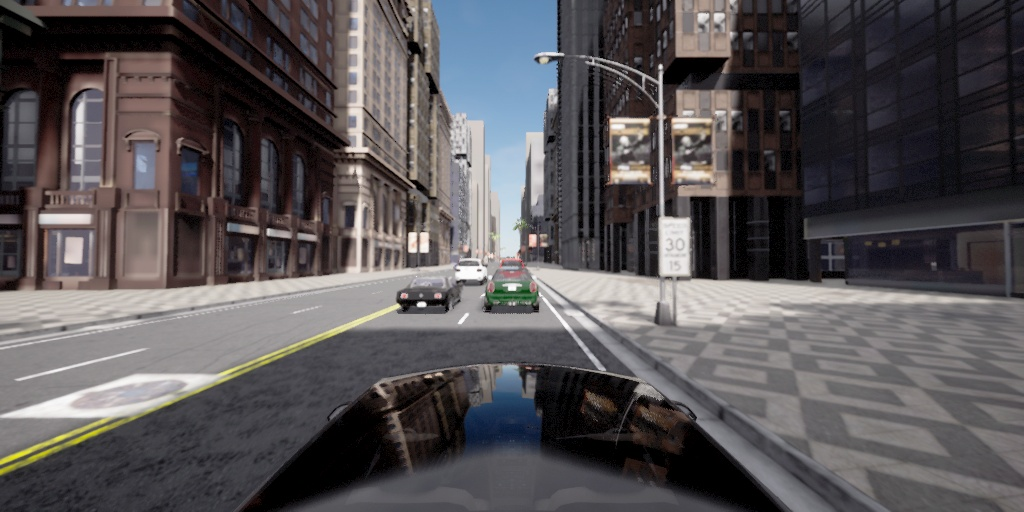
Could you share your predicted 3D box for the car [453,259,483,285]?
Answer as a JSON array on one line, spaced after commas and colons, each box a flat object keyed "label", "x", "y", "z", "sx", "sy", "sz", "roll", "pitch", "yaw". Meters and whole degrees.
[{"label": "car", "x": -3.244, "y": 1.262, "z": 29.451, "sx": 2.150, "sy": 2.045, "sz": 5.566, "roll": 0, "pitch": 0, "yaw": 0}]

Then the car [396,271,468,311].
[{"label": "car", "x": -3.238, "y": 1.488, "z": 15.130, "sx": 1.895, "sy": 1.301, "sz": 4.718, "roll": 0, "pitch": -1, "yaw": 0}]

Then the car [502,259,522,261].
[{"label": "car", "x": 0.006, "y": 1.263, "z": 29.461, "sx": 2.150, "sy": 2.045, "sz": 5.566, "roll": 0, "pitch": 0, "yaw": 0}]

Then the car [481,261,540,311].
[{"label": "car", "x": 0.017, "y": 1.240, "z": 15.313, "sx": 2.097, "sy": 1.767, "sz": 4.553, "roll": 0, "pitch": -1, "yaw": 0}]
